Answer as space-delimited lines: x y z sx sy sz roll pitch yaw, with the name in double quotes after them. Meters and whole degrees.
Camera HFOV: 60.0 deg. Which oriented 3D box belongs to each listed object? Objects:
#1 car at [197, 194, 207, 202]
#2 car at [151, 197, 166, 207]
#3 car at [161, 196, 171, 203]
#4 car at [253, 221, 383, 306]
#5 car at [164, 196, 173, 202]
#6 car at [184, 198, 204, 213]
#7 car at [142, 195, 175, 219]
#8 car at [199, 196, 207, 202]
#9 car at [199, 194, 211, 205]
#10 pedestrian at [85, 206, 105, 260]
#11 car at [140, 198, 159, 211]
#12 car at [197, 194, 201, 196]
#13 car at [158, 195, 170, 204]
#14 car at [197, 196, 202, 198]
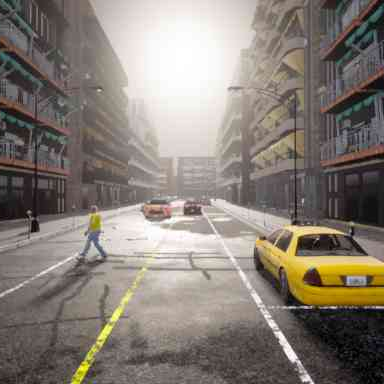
2.473 1.399 81.540 2.192 1.841 5.009 1 0 0 "car"
-5.373 1.599 53.679 1.947 1.339 4.313 1 0 0 "car"
-5.395 1.585 70.201 1.752 1.417 4.829 1 0 0 "car"
2.740 1.458 8.114 1.801 1.575 5.366 0 0 0 "car"
-5.402 1.596 75.765 1.752 1.417 4.829 1 0 0 "car"
0.044 1.619 36.980 1.895 1.301 4.718 0 0 0 "car"
-2.887 1.365 28.997 2.097 1.767 4.553 0 0 0 "car"
2.477 1.653 75.974 1.802 1.307 4.206 1 0 0 "car"
2.499 1.566 59.454 1.752 1.417 4.829 1 0 0 "car"
-3.232 1.298 11.112 0.375 1.860 0.375 1 -1 0 "pedestrian"
-5.358 1.548 42.382 1.752 1.417 4.829 1 0 0 "car"
2.486 1.500 70.411 1.967 1.590 4.097 1 0 0 "car"
-5.386 1.490 64.808 1.967 1.590 4.097 1 0 0 "car"
0.014 1.590 46.814 1.994 1.385 4.181 0 0 0 "car"
